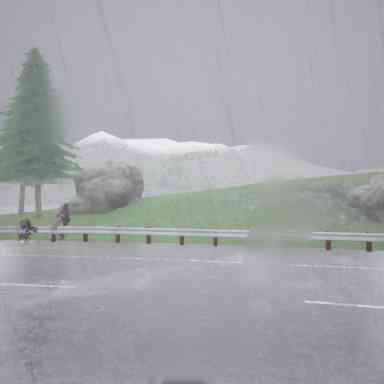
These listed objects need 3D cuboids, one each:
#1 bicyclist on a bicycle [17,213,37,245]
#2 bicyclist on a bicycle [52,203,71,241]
[{"bbox_3d":[-7.371,1.728,14.655,0.582,1.656,1.620,2,-1,-34],"label":"bicyclist on a bicycle"},{"bbox_3d":[-5.937,1.352,15.245,0.582,1.620,1.656,9,-20,0],"label":"bicyclist on a bicycle"}]
